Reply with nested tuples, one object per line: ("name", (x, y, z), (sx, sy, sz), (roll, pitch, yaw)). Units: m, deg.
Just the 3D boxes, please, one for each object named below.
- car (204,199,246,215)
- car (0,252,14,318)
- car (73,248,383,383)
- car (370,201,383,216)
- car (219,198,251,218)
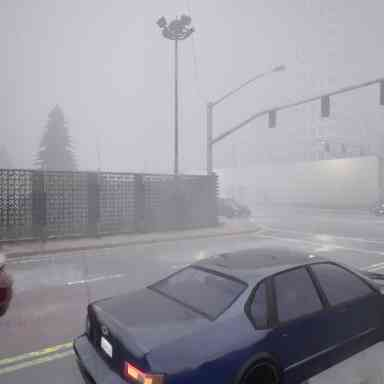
("car", (3.355, 1.470, 34.713), (1.812, 1.442, 4.674), (0, 0, -35))
("car", (-5.272, 1.477, 4.531), (5.008, 1.535, 1.882), (0, 0, -35))
("car", (1.228, 1.547, 4.674), (5.357, 1.411, 2.033), (0, 0, -35))
("car", (18.624, 1.194, 28.951), (5.566, 2.045, 2.150), (0, 2, 3))
("car", (3.033, 1.297, 29.120), (2.097, 1.767, 4.553), (0, 0, -35))
